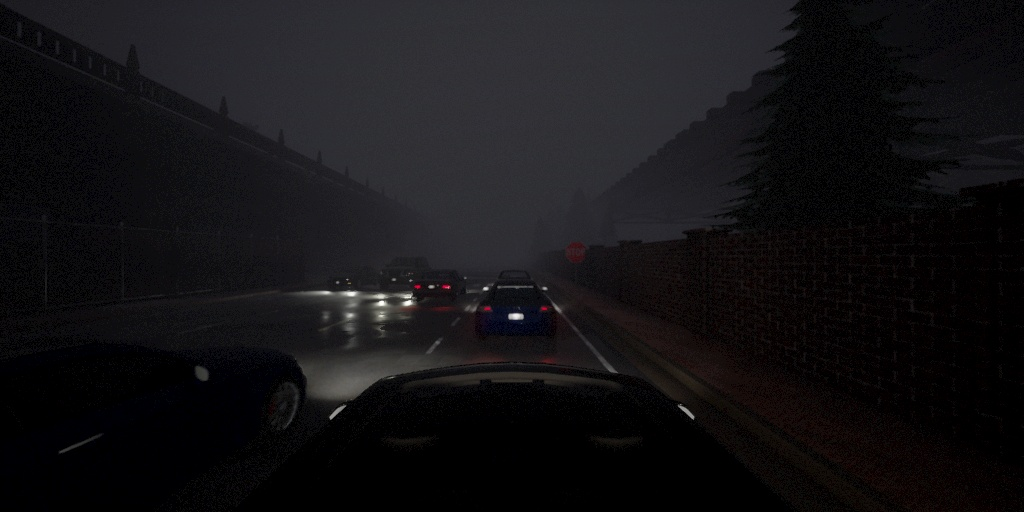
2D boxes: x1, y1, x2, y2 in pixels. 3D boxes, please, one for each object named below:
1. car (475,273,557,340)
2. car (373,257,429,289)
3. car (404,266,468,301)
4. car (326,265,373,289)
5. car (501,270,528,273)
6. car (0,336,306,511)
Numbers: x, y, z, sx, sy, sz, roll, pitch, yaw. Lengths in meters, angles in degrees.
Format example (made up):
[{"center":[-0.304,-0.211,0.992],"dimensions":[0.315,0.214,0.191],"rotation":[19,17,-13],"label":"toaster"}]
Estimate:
[{"center":[0.097,1.347,10.138],"dimensions":[1.994,1.385,4.181],"rotation":[0,0,0],"label":"car"},{"center":[-6.974,1.054,23.956],"dimensions":[2.150,2.045,5.566],"rotation":[0,0,0],"label":"car"},{"center":[-3.381,1.359,17.596],"dimensions":[2.033,1.411,5.357],"rotation":[0,0,0],"label":"car"},{"center":[-10.475,1.365,23.966],"dimensions":[1.837,1.490,4.892],"rotation":[0,0,0],"label":"car"},{"center":[0.120,1.420,19.424],"dimensions":[1.895,1.301,4.718],"rotation":[0,0,0],"label":"car"},{"center":[-3.403,1.278,2.390],"dimensions":[1.812,1.442,4.674],"rotation":[0,0,0],"label":"car"}]
